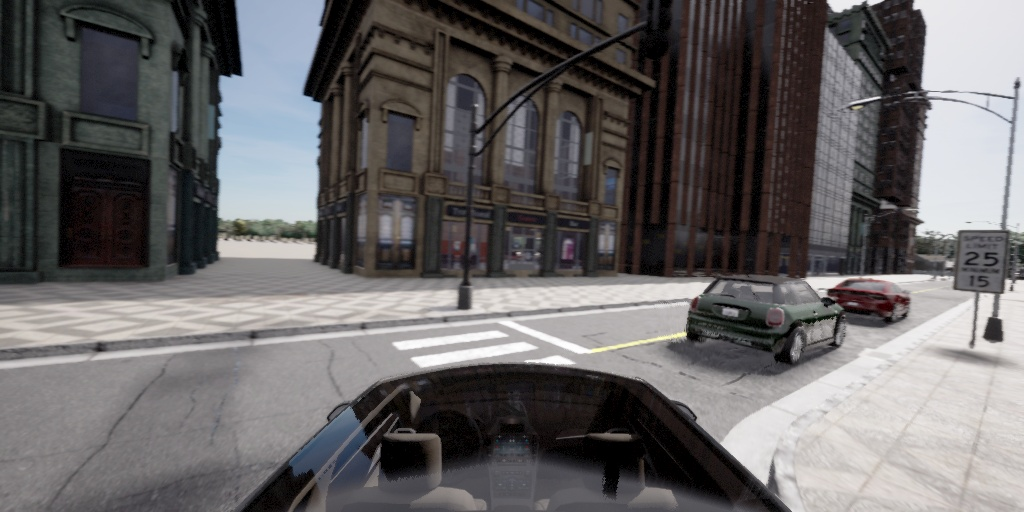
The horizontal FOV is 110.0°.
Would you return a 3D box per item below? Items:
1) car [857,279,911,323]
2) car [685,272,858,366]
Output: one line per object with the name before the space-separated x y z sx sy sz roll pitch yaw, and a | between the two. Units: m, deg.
car | 14.607 1.687 14.652 5.008 1.535 1.882 2 2 -35
car | 6.323 1.270 8.774 4.553 1.767 2.097 2 2 -35
